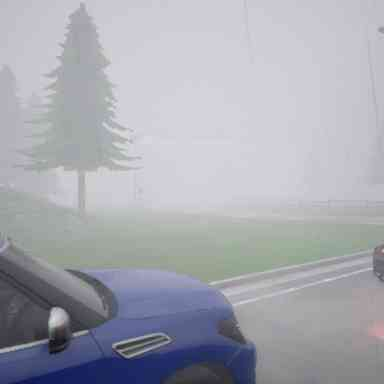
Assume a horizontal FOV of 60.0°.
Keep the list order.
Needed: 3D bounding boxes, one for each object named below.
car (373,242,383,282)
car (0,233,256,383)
[{"bbox_3d":[6.434,1.505,8.362,4.892,1.490,1.837,0,0,-35],"label":"car"},{"bbox_3d":[-2.058,1.222,2.279,5.566,2.045,2.150,0,0,-35],"label":"car"}]
